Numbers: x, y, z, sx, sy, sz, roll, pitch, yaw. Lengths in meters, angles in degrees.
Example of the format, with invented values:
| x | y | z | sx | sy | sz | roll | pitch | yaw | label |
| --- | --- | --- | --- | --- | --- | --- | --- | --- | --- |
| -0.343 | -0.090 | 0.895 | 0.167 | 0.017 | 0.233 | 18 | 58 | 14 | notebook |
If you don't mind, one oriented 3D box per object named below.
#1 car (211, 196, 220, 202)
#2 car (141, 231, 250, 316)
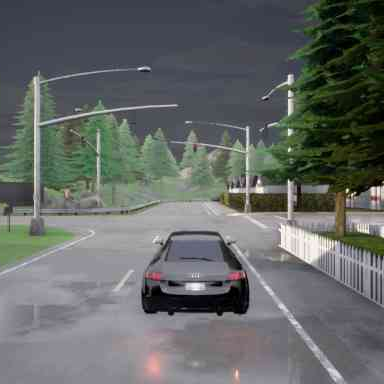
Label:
| x | y | z | sx | sy | sz | roll | pitch | yaw | label |
| --- | --- | --- | --- | --- | --- | --- | --- | --- | --- |
| 6.702 | 1.525 | 72.823 | 5.357 | 1.411 | 2.033 | 0 | 0 | -22 | car |
| 0.075 | 1.564 | 7.604 | 1.994 | 1.385 | 4.181 | 0 | 0 | 1 | car |
